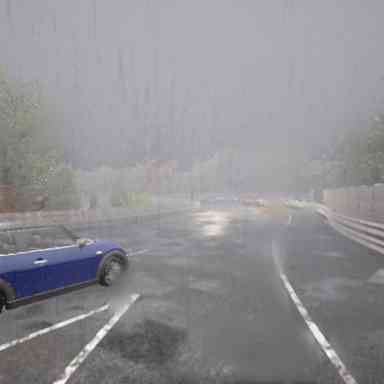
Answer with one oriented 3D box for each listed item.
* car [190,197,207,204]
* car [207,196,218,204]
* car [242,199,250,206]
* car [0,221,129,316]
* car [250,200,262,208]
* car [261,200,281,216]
[{"bbox_3d":[1.758,2.396,94.094,2.097,1.767,4.553,0,-1,-17],"label":"car"},{"bbox_3d":[5.105,2.614,95.127,1.994,1.385,4.181,0,-1,-17],"label":"car"},{"bbox_3d":[12.336,2.363,73.793,1.812,1.442,4.674,0,-1,-6],"label":"car"},{"bbox_3d":[-3.501,1.429,7.405,2.097,1.767,4.553,0,-1,31],"label":"car"},{"bbox_3d":[12.475,2.184,60.236,2.128,1.511,4.902,0,-1,2],"label":"car"},{"bbox_3d":[9.496,1.931,39.462,1.882,1.535,5.008,0,-1,13],"label":"car"}]
